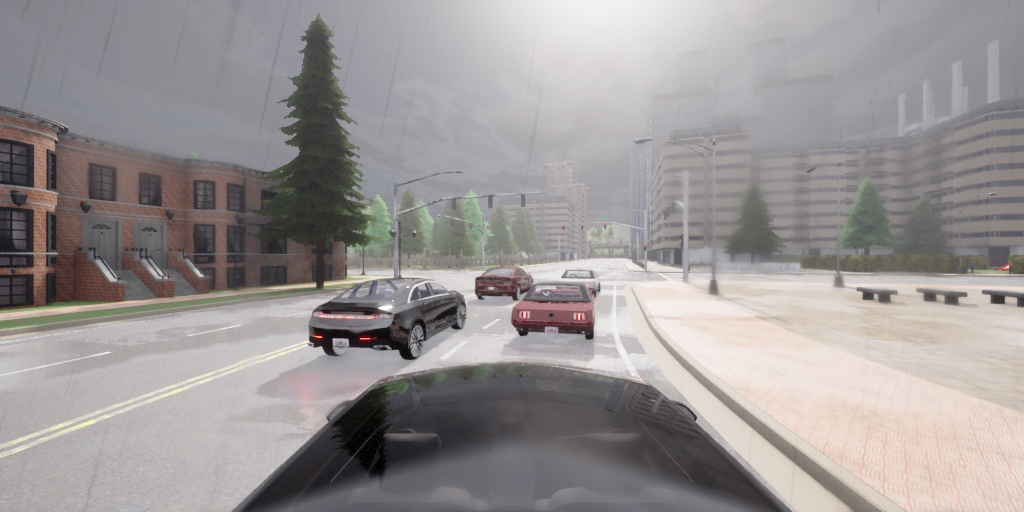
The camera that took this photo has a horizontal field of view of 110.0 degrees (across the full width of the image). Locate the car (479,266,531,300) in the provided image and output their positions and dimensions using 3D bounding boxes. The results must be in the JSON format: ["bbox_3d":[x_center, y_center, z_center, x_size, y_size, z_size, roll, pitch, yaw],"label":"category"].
[{"bbox_3d":[-0.237,1.228,17.645,1.882,1.535,5.008,0,0,15],"label":"car"}]

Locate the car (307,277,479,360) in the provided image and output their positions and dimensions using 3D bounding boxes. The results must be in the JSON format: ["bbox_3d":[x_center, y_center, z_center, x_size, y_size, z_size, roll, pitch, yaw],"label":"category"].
[{"bbox_3d":[-2.491,1.242,8.428,2.128,1.511,4.902,0,0,9],"label":"car"}]

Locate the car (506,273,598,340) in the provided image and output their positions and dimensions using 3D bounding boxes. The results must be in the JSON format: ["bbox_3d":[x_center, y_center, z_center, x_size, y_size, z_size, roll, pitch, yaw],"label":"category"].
[{"bbox_3d":[1.381,1.351,10.098,1.895,1.301,4.718,0,0,13],"label":"car"}]

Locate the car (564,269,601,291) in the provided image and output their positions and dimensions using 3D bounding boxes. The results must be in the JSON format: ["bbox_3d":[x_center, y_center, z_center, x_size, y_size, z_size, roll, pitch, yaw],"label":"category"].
[{"bbox_3d":[3.634,1.351,18.986,1.895,1.301,4.718,0,0,17],"label":"car"}]
